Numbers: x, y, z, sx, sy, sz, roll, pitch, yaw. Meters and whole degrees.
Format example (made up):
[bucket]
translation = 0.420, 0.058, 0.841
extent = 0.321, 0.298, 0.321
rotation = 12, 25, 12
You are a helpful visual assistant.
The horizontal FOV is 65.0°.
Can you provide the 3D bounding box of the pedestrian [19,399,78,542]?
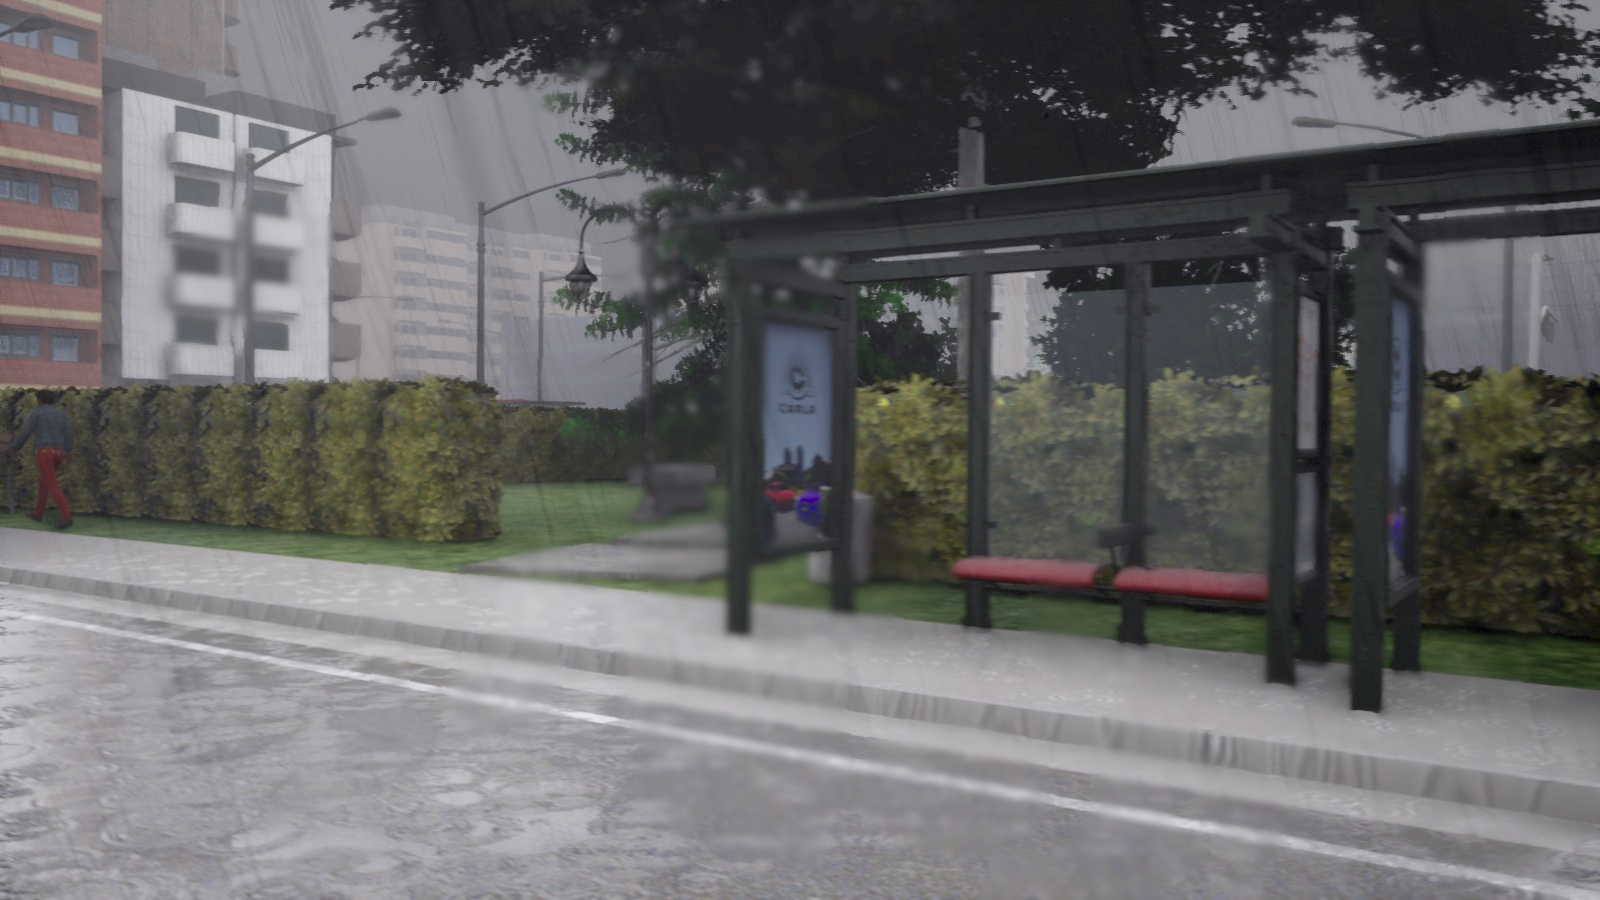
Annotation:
[pedestrian]
translation = -9.846, 0.261, 16.457
extent = 0.614, 1.847, 0.353
rotation = 0, 1, 25
